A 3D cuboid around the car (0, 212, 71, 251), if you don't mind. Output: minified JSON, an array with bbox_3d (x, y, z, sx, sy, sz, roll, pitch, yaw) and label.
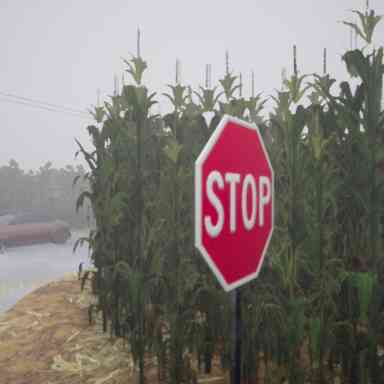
[{"bbox_3d":[-7.087,1.539,13.385,1.994,1.385,4.181,0,0,36],"label":"car"}]
